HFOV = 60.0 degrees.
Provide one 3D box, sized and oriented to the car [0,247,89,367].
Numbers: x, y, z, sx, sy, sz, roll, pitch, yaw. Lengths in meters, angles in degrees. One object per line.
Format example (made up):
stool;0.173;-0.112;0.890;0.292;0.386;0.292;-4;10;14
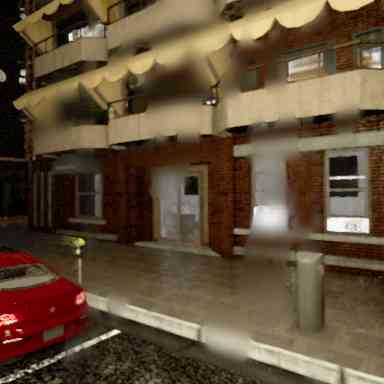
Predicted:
car;-3.362;1.550;5.247;4.206;1.307;1.802;0;-1;36
